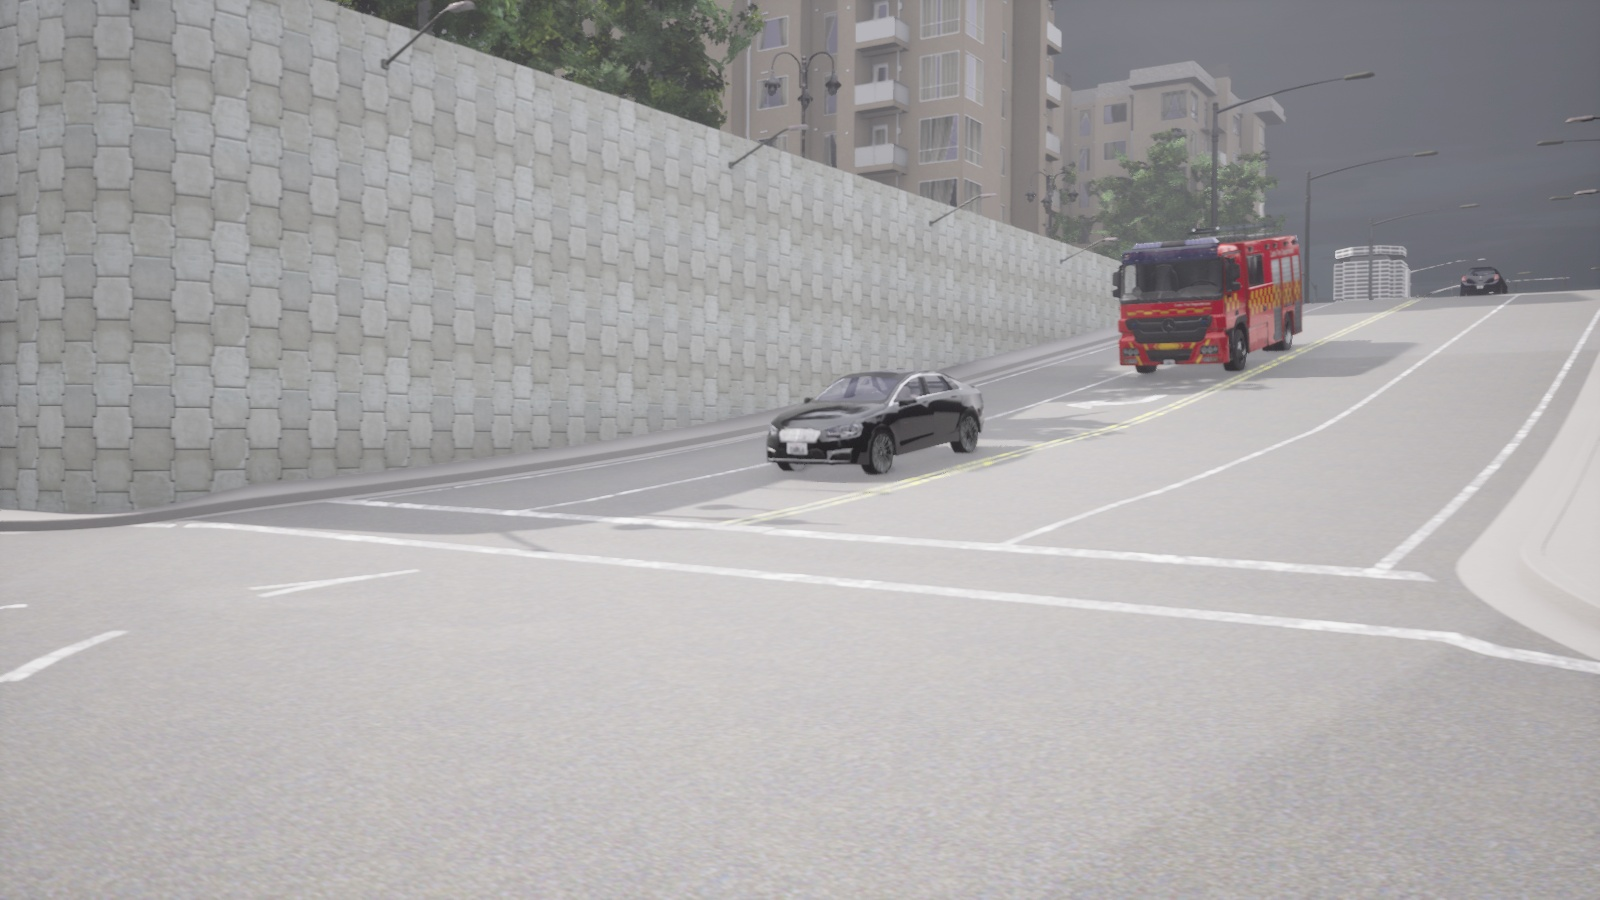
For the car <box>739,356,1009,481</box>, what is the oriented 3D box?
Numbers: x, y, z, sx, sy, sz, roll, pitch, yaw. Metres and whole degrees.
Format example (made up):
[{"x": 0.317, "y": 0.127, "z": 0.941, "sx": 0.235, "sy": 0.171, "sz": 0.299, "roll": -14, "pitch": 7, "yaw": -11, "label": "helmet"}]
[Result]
[{"x": 1.379, "y": -0.605, "z": 20.710, "sx": 2.128, "sy": 1.511, "sz": 4.902, "roll": 1, "pitch": 7, "yaw": 35, "label": "car"}]

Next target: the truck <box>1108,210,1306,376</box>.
[{"x": 11.813, "y": -4.610, "z": 35.742, "sx": 2.891, "sy": 3.827, "sz": 8.468, "roll": 0, "pitch": 11, "yaw": 35, "label": "truck"}]

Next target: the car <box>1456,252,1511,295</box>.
[{"x": 31.759, "y": -8.168, "z": 58.333, "sx": 1.845, "sy": 1.501, "sz": 3.633, "roll": 0, "pitch": 2, "yaw": 35, "label": "car"}]
